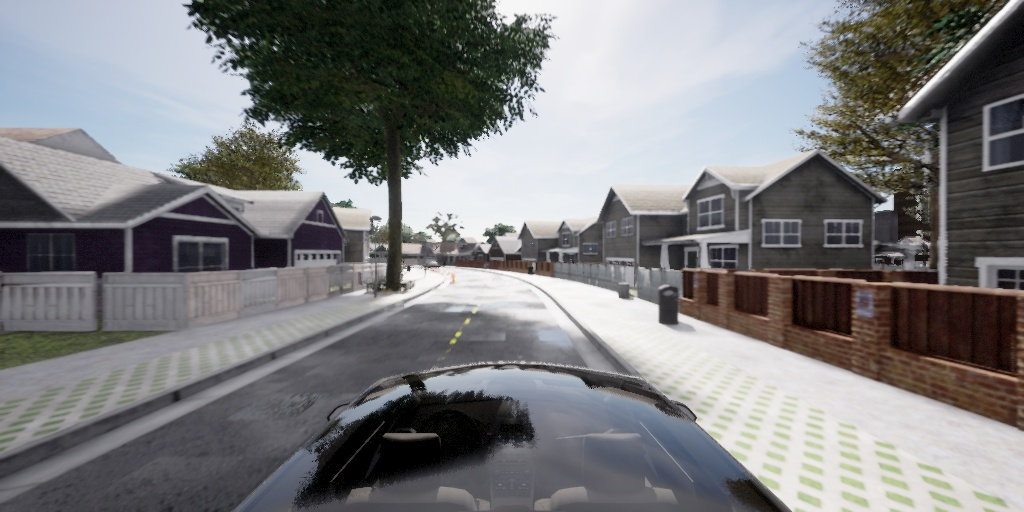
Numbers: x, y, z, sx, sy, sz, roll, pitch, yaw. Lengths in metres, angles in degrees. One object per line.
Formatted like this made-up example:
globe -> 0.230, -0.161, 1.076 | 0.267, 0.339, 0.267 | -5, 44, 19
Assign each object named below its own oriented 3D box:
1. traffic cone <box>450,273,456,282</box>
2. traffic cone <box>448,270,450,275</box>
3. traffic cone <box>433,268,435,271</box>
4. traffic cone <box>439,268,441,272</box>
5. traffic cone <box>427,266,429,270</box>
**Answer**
traffic cone -> -4.712, 1.840, 29.049 | 0.340, 0.580, 0.340 | 0, 0, -7
traffic cone -> -6.416, 1.933, 38.665 | 0.340, 0.580, 0.340 | 0, 0, -13
traffic cone -> -12.471, 2.038, 57.211 | 0.340, 0.580, 0.340 | 0, 0, -23
traffic cone -> -10.633, 2.024, 52.686 | 0.340, 0.580, 0.340 | 0, 0, -21
traffic cone -> -14.519, 2.044, 61.644 | 0.340, 0.580, 0.340 | 0, 0, -26
